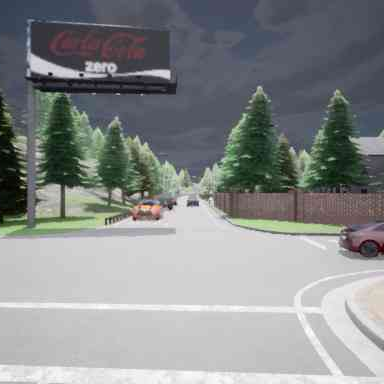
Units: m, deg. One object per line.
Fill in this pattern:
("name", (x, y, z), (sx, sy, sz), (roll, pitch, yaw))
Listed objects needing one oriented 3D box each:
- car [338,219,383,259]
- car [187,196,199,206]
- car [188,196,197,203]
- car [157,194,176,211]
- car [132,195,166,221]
("car", (7.908, 1.742, 12.742), (4.181, 1.385, 1.994), (0, 0, 7))
("car", (0.142, 1.601, 53.466), (1.895, 1.301, 4.718), (0, 0, 0))
("car", (0.158, 1.505, 68.774), (1.837, 1.490, 4.892), (0, 0, 0))
("car", (-3.562, 1.224, 41.813), (2.150, 2.045, 5.566), (0, 0, 0))
("car", (-3.579, 1.352, 27.251), (2.097, 1.767, 4.553), (0, 0, 0))
